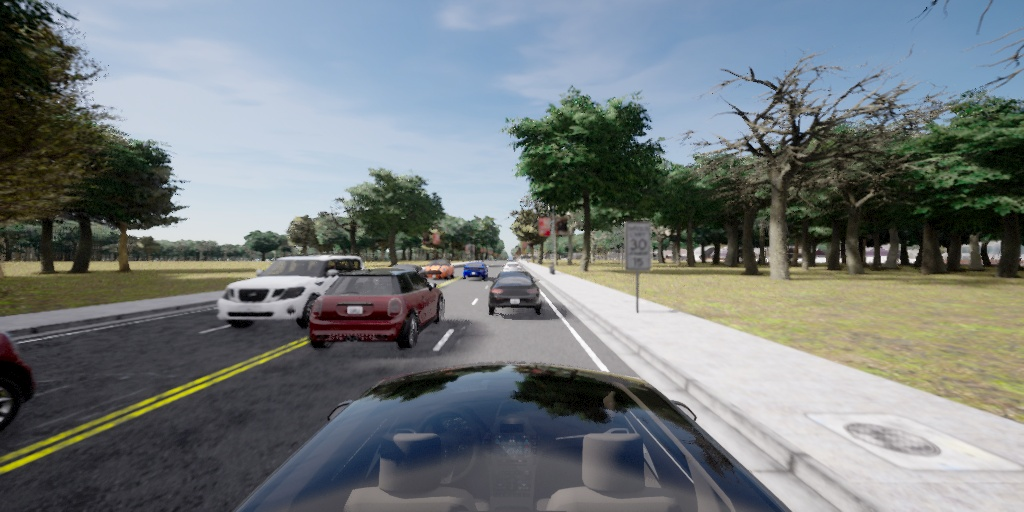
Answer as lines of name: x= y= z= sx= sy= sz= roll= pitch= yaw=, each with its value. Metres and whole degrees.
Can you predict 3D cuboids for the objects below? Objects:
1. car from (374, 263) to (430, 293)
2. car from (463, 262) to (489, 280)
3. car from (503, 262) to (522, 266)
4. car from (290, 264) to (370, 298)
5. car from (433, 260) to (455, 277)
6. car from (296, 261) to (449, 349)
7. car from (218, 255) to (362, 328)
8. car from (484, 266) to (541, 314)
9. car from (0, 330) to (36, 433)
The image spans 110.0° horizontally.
car: x=-6.569 y=1.248 z=21.970 sx=1.882 sy=1.535 sz=5.008 roll=0 pitch=0 yaw=0
car: x=-3.162 y=1.262 z=31.937 sx=1.882 sy=1.535 sz=5.008 roll=0 pitch=0 yaw=0
car: x=0.087 y=1.314 z=34.416 sx=1.812 sy=1.442 sz=4.674 roll=0 pitch=0 yaw=0
car: x=-9.758 y=1.288 z=19.818 sx=1.882 sy=1.535 sz=5.008 roll=0 pitch=0 yaw=0
car: x=-6.512 y=1.138 z=32.256 sx=2.097 sy=1.767 sz=4.553 roll=0 pitch=0 yaw=0
car: x=-3.153 y=1.108 z=9.325 sx=2.097 sy=1.767 sz=4.553 roll=0 pitch=0 yaw=0
car: x=-6.599 y=0.980 z=11.763 sx=2.150 sy=2.045 sz=5.566 roll=0 pitch=0 yaw=0
car: x=0.095 y=1.286 z=13.779 sx=1.812 sy=1.442 sz=4.674 roll=0 pitch=0 yaw=0
car: x=-6.598 y=1.102 z=2.125 sx=2.097 sy=1.767 sz=4.553 roll=0 pitch=0 yaw=0
